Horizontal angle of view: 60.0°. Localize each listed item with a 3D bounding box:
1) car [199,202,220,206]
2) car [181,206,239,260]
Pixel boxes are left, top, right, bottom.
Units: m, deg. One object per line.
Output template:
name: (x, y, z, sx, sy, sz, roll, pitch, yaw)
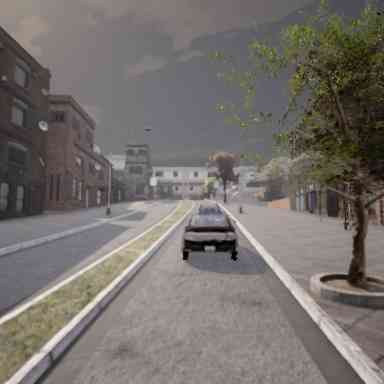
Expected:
car: (1.573, 1.579, 30.021, 1.895, 1.301, 4.718, 0, 0, 3)
car: (0.660, 1.486, 12.491, 2.128, 1.511, 4.902, 0, 0, 3)
